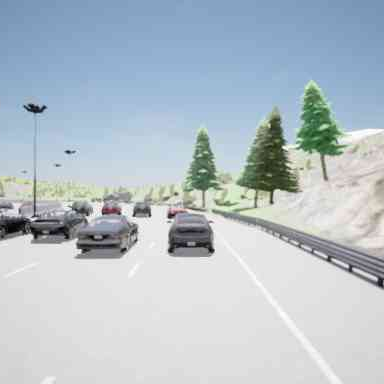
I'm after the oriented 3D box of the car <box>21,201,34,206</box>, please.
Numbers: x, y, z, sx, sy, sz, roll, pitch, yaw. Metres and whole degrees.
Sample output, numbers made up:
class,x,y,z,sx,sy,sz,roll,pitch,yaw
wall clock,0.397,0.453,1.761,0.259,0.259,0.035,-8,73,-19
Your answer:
class,x,y,z,sx,sy,sz,roll,pitch,yaw
car,-28.549,2.362,58.168,1.812,1.442,4.674,0,-1,-17

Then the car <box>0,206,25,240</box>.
class,x,y,z,sx,sy,sz,roll,pitch,yaw
car,-10.712,1.764,18.527,2.128,1.511,4.902,0,-1,-3

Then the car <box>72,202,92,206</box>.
class,x,y,z,sx,sy,sz,roll,pitch,yaw
car,-13.016,1.907,39.296,2.097,1.767,4.553,0,-1,-10

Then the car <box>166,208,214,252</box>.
class,x,y,z,sx,sy,sz,roll,pitch,yaw
car,-0.073,1.709,14.931,1.837,1.490,4.892,0,0,-1

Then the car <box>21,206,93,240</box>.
class,x,y,z,sx,sy,sz,roll,pitch,yaw
car,-7.214,1.758,18.573,2.128,1.511,4.902,0,-1,-3

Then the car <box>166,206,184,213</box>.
class,x,y,z,sx,sy,sz,roll,pitch,yaw
car,-1.690,2.076,34.946,1.895,1.301,4.718,0,-1,-8

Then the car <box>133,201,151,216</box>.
class,x,y,z,sx,sy,sz,roll,pitch,yaw
car,-5.937,1.894,39.339,2.097,1.767,4.553,0,-1,-9

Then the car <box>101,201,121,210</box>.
class,x,y,z,sx,sy,sz,roll,pitch,yaw
car,-9.485,1.900,39.319,2.097,1.767,4.553,0,-1,-10

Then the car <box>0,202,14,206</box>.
class,x,y,z,sx,sy,sz,roll,pitch,yaw
car,-31.838,2.388,56.965,1.994,1.385,4.181,0,-1,-17

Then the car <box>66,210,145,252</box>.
class,x,y,z,sx,sy,sz,roll,pitch,yaw
car,-3.546,1.756,14.817,2.033,1.411,5.357,0,-1,-2
